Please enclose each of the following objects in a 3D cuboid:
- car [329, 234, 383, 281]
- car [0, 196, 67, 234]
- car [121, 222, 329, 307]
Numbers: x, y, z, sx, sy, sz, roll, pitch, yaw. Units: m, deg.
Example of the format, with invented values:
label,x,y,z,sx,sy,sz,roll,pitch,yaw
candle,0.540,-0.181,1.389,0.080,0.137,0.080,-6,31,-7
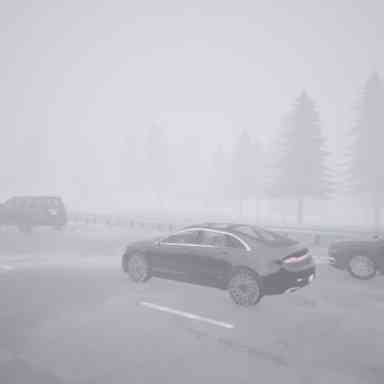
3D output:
label,x,y,z,sx,sy,sz,roll,pitch,yaw
car,6.016,1.505,8.299,4.892,1.490,1.837,0,0,35
car,-9.609,1.223,19.438,5.566,2.045,2.150,0,0,35
car,0.394,1.492,8.008,4.902,1.511,2.128,0,0,35
